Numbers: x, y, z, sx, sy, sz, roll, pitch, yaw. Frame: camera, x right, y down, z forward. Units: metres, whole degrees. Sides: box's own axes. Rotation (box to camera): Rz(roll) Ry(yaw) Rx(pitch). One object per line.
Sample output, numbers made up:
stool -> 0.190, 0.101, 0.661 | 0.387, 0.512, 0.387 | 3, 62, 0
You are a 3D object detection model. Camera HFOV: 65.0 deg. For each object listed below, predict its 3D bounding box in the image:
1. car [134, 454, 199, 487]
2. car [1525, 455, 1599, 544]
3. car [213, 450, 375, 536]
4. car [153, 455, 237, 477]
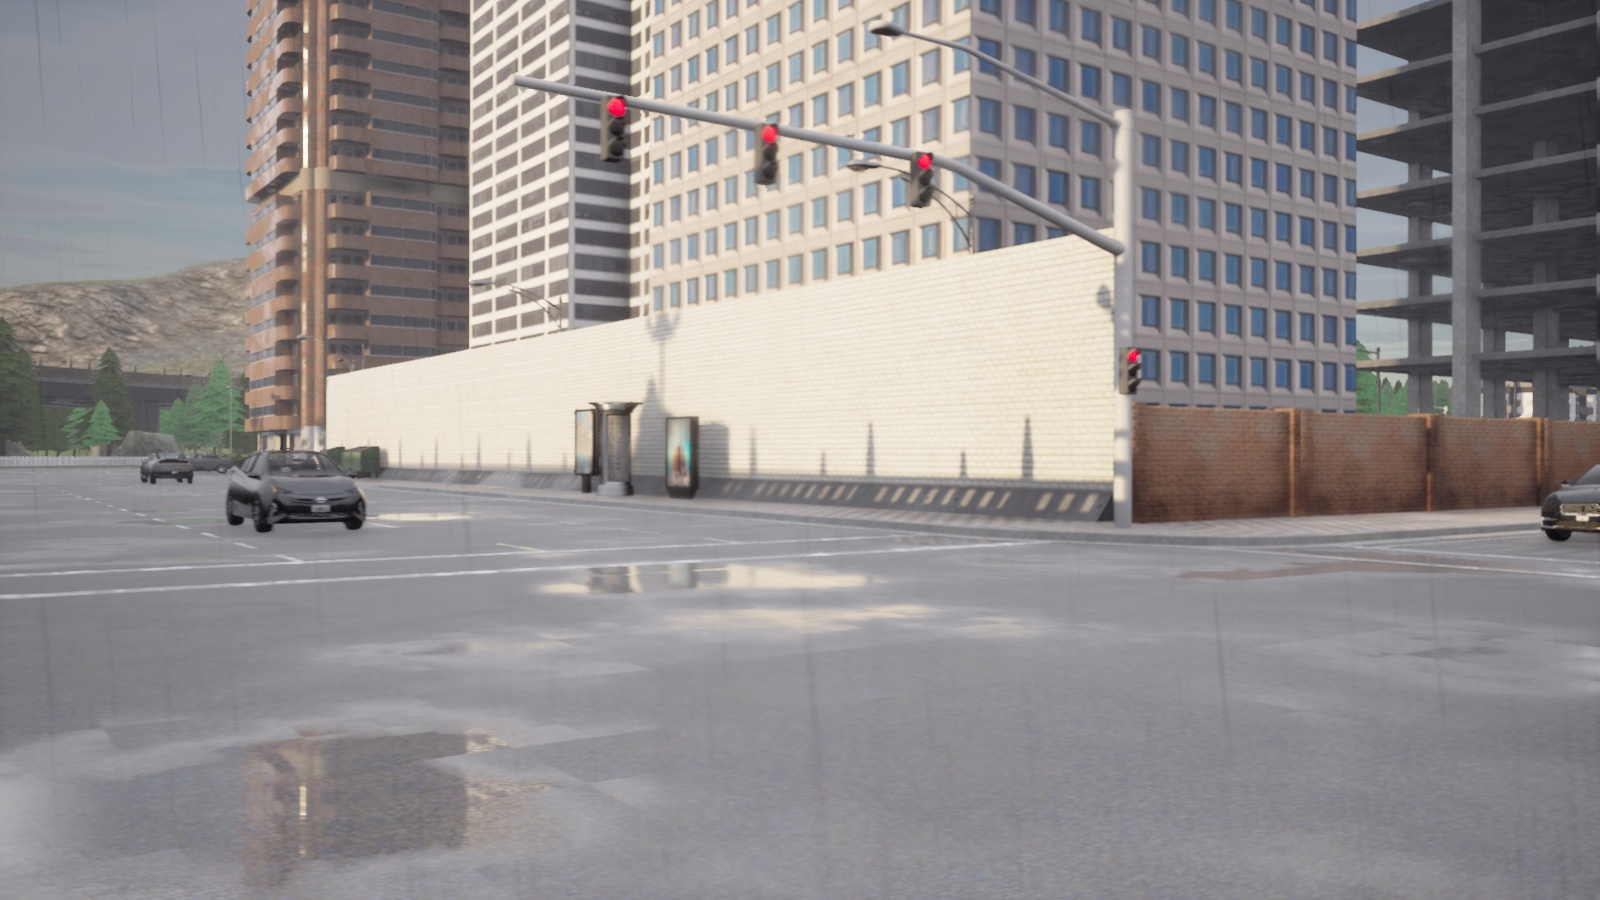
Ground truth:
car -> -30.523, 0.938, 60.399 | 2.128, 1.511, 4.902 | 0, 0, -35
car -> 15.376, 0.832, 22.902 | 4.892, 1.490, 1.837 | -1, 0, -35
car -> -10.050, 0.768, 24.730 | 2.007, 1.525, 4.514 | 0, 0, -35
car -> -42.508, 1.105, 88.326 | 2.128, 1.511, 4.902 | 0, 0, 42
